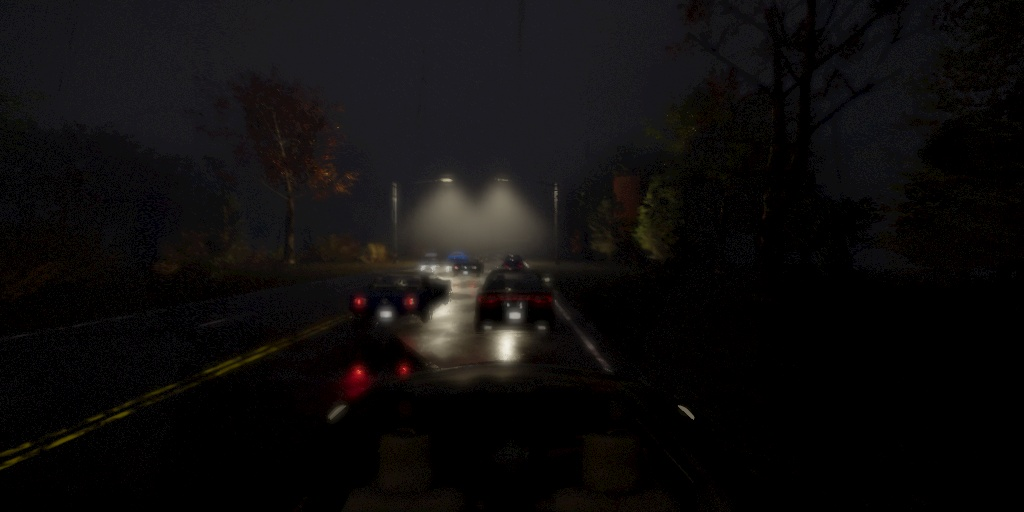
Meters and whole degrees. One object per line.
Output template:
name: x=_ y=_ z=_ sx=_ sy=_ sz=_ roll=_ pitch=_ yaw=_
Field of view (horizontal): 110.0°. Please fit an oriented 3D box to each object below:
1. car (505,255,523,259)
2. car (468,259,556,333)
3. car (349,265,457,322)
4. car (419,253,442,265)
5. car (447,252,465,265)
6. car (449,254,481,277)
car: x=0.143 y=0.633 z=29.019 sx=1.812 sy=1.442 sz=4.674 roll=-1 pitch=1 yaw=0
car: x=0.077 y=1.038 z=10.031 sx=1.882 sy=1.535 sz=5.008 roll=0 pitch=2 yaw=0
car: x=-3.165 y=1.133 z=11.275 sx=1.895 sy=1.301 sz=4.718 roll=0 pitch=1 yaw=0
car: x=-9.694 y=0.346 z=43.103 sx=1.994 sy=1.385 sz=4.181 roll=0 pitch=1 yaw=1
car: x=-6.452 y=0.272 z=42.552 sx=1.882 sy=1.535 sz=5.008 roll=0 pitch=1 yaw=1
car: x=-3.123 y=0.779 z=26.500 sx=1.895 sy=1.301 sz=4.718 roll=0 pitch=1 yaw=0
